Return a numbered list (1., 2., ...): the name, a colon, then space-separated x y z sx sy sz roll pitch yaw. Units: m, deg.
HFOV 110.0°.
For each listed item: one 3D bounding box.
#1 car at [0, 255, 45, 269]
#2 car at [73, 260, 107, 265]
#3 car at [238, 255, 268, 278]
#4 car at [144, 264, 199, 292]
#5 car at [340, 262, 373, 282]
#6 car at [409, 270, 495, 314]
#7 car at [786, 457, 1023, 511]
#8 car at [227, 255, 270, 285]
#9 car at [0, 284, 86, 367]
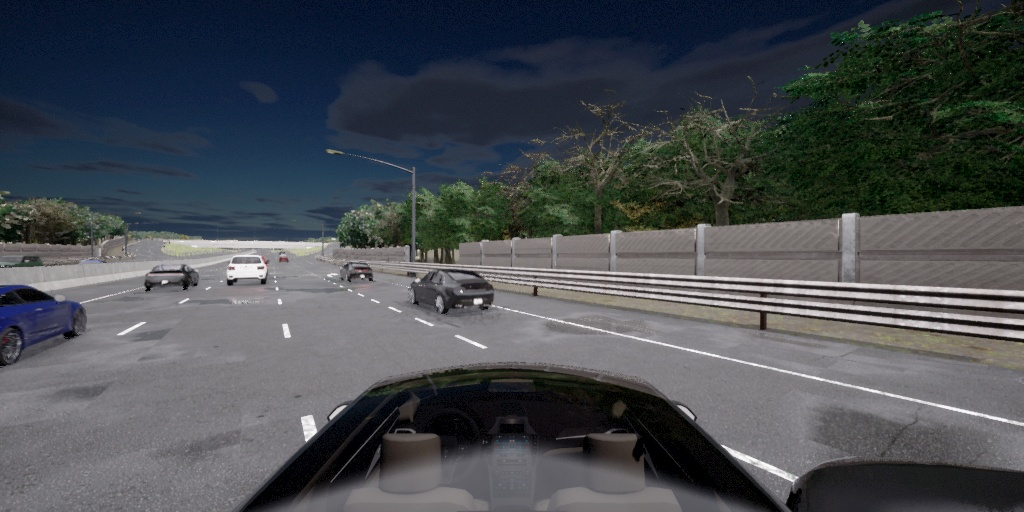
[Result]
1. car: -44.308 0.938 31.847 2.150 2.045 5.566 0 0 -33
2. car: -43.587 1.188 37.090 1.882 1.535 5.008 0 0 -33
3. car: -25.063 0.947 34.896 2.150 2.045 5.566 0 0 -34
4. car: -20.387 1.230 21.639 2.128 1.511 4.902 0 0 -34
5. car: -12.530 1.243 28.769 1.837 1.490 4.892 0 0 -34
6. car: -2.482 1.253 13.882 1.837 1.490 4.892 0 0 -34
7. car: 2.984 1.315 0.547 4.181 1.385 1.994 0 0 34
8. car: -19.063 0.957 25.943 2.150 2.045 5.566 0 0 -34
9. car: -10.555 1.273 7.079 1.812 1.442 4.674 0 0 -34
